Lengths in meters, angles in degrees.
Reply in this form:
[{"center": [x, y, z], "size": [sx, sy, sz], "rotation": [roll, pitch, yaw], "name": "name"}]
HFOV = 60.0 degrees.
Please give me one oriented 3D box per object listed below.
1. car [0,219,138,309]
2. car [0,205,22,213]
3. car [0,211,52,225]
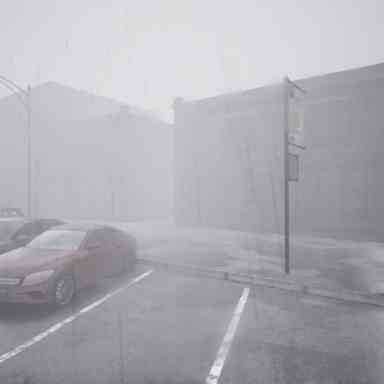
[{"center": [-2.888, 1.527, 8.154], "size": [2.002, 1.452, 4.674], "rotation": [1, -1, 16], "name": "car"}, {"center": [-7.756, 1.366, 11.680], "size": [2.185, 1.767, 4.553], "rotation": [1, -1, 16], "name": "car"}, {"center": [-5.337, 1.517, 9.872], "size": [2.163, 1.488, 4.792], "rotation": [1, -1, 16], "name": "car"}]
